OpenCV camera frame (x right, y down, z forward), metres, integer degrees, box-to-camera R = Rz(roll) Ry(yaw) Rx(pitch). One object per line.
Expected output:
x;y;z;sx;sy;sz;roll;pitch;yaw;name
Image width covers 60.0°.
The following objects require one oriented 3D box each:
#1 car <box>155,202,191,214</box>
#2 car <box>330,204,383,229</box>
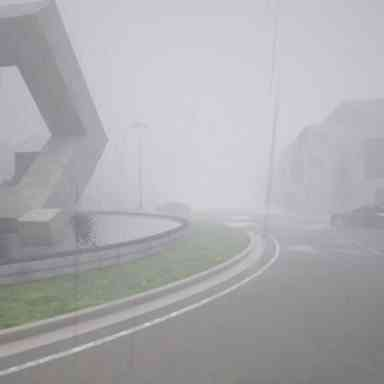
-2.144;1.799;37.903;4.181;1.385;1.994;-1;-1;33;car
10.526;1.496;19.441;1.837;1.490;4.892;-3;1;-36;car
